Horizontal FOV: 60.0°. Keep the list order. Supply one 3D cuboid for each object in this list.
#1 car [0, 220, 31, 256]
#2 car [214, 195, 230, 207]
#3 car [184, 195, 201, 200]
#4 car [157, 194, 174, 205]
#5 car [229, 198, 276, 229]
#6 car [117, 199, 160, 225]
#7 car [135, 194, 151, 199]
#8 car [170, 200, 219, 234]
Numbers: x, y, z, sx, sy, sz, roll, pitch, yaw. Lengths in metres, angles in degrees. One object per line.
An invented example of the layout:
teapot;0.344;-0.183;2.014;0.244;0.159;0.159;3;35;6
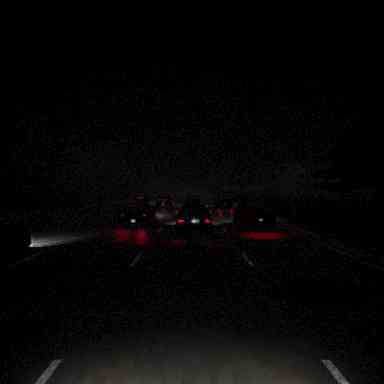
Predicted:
car;-6.901;1.446;10.538;1.994;1.385;4.181;0;1;0
car;3.593;1.102;38.341;1.812;1.442;4.674;0;1;0
car;0.095;1.093;39.101;1.812;1.442;4.674;0;1;0
car;-3.405;1.044;41.894;1.837;1.490;4.892;0;1;0
car;3.598;1.258;19.824;1.882;1.535;5.008;0;1;0
car;-3.402;1.362;21.493;1.895;1.301;4.718;0;1;0
car;-6.906;0.973;46.954;2.128;1.511;4.902;0;1;0
car;0.098;1.352;17.610;2.033;1.411;5.357;0;1;0
